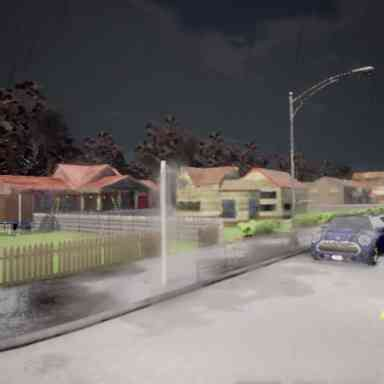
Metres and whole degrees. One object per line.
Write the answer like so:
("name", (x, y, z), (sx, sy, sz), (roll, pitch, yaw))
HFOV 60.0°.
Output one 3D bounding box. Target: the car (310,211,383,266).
("car", (6.312, 1.662, 13.000), (2.097, 1.767, 4.553), (-2, -2, 39))
